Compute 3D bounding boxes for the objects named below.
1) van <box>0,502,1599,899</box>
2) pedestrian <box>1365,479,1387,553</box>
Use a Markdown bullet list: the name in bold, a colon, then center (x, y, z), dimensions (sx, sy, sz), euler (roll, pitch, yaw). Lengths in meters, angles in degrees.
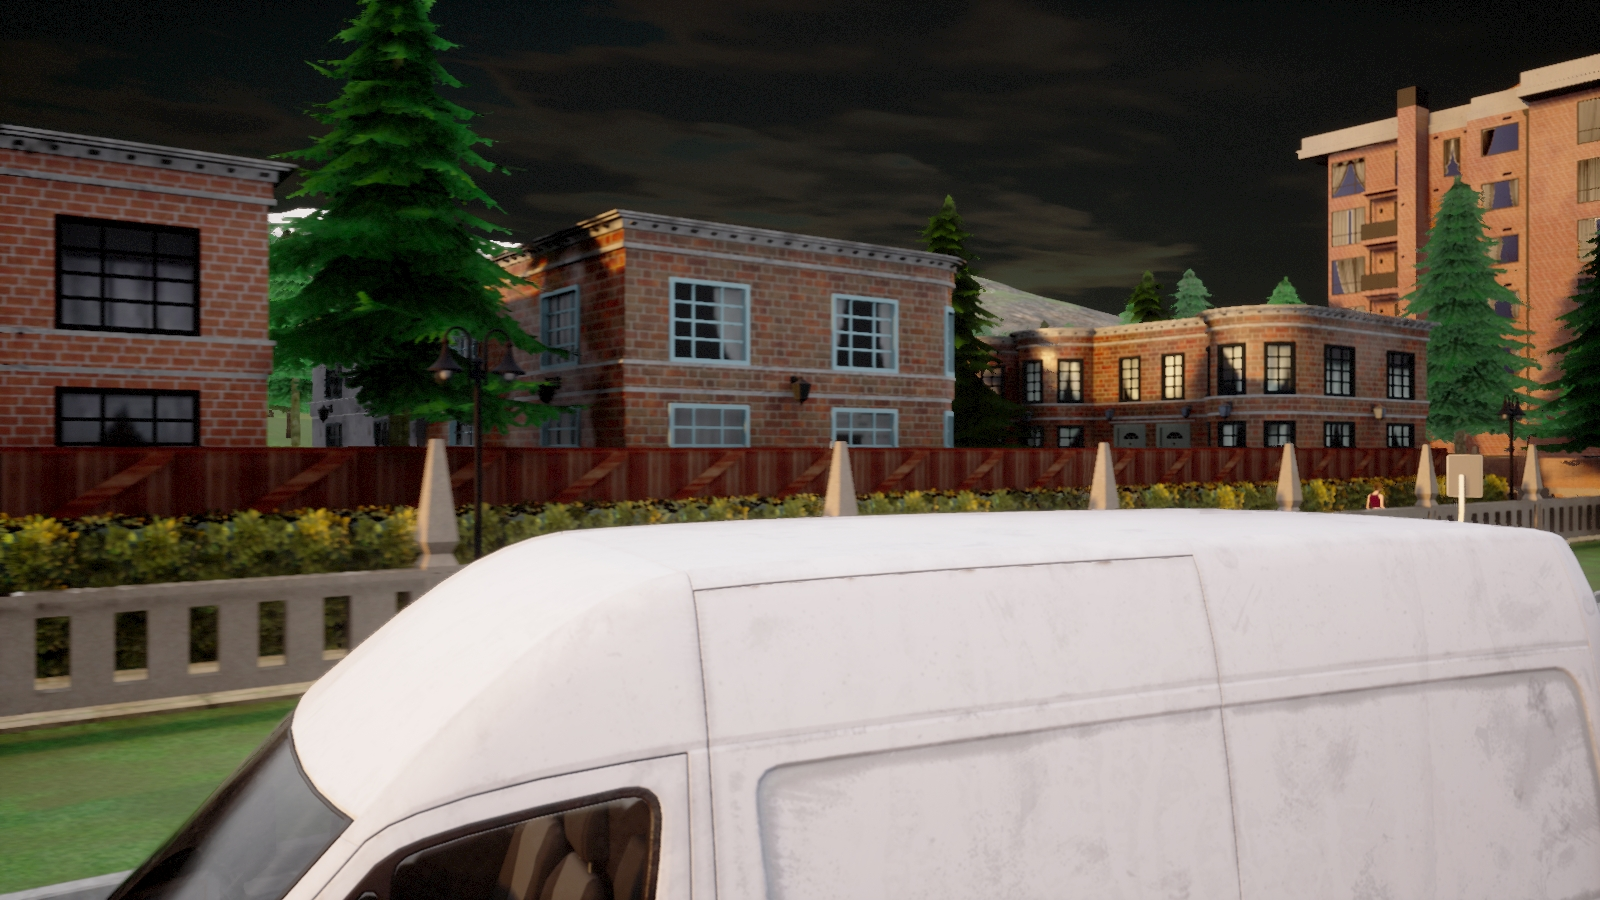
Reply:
- **van**: center (-0.071, 1.535, 3.590), dimensions (5.915, 2.561, 1.988), euler (0, 0, -24)
- **pedestrian**: center (14.795, 1.695, 29.371), dimensions (0.375, 1.860, 0.375), euler (0, 0, -36)
